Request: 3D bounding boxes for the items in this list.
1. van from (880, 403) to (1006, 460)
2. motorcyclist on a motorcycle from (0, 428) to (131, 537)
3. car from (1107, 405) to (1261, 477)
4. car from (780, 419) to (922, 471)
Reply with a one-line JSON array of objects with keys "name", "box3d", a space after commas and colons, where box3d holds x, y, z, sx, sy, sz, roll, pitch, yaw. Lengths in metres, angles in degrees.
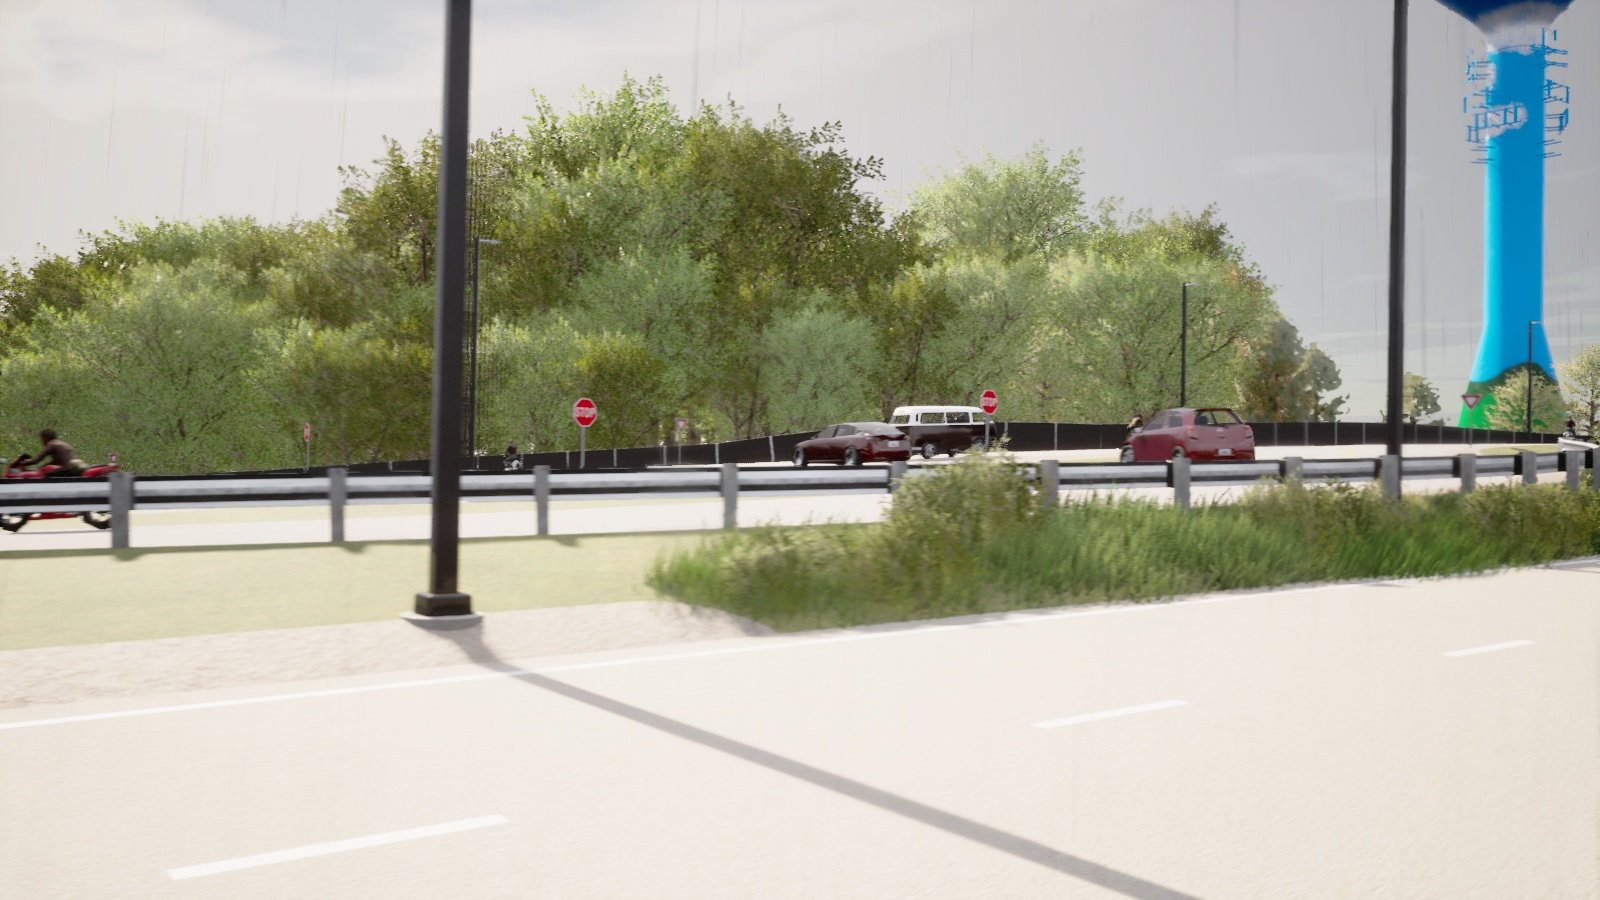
[{"name": "van", "box3d": [5.549, -0.717, 48.592, 4.480, 2.038, 2.069, -3, 1, -33]}, {"name": "motorcyclist on a motorcycle", "box3d": [-11.041, 0.491, 18.430, 2.044, 1.523, 0.797, -2, -2, 6]}, {"name": "car", "box3d": [8.693, -0.227, 28.722, 1.845, 1.501, 3.633, -2, 1, -11]}, {"name": "car", "box3d": [1.564, -0.154, 40.357, 2.163, 1.488, 4.792, -3, 2, -32]}]
